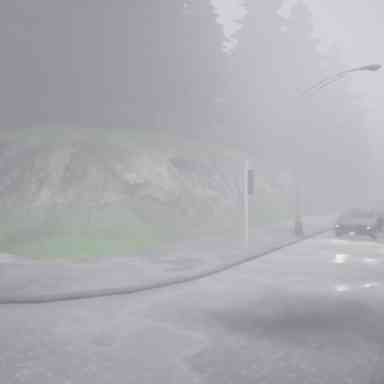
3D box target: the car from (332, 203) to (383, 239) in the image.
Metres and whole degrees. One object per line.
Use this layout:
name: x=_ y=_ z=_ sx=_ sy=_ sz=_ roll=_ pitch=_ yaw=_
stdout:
car: x=9.027 y=1.550 z=17.751 sx=2.033 sy=1.411 sz=5.357 roll=0 pitch=0 yaw=35

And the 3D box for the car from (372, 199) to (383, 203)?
car: x=14.808 y=1.355 z=25.840 sx=2.097 sy=1.767 sz=4.553 roll=0 pitch=0 yaw=36
